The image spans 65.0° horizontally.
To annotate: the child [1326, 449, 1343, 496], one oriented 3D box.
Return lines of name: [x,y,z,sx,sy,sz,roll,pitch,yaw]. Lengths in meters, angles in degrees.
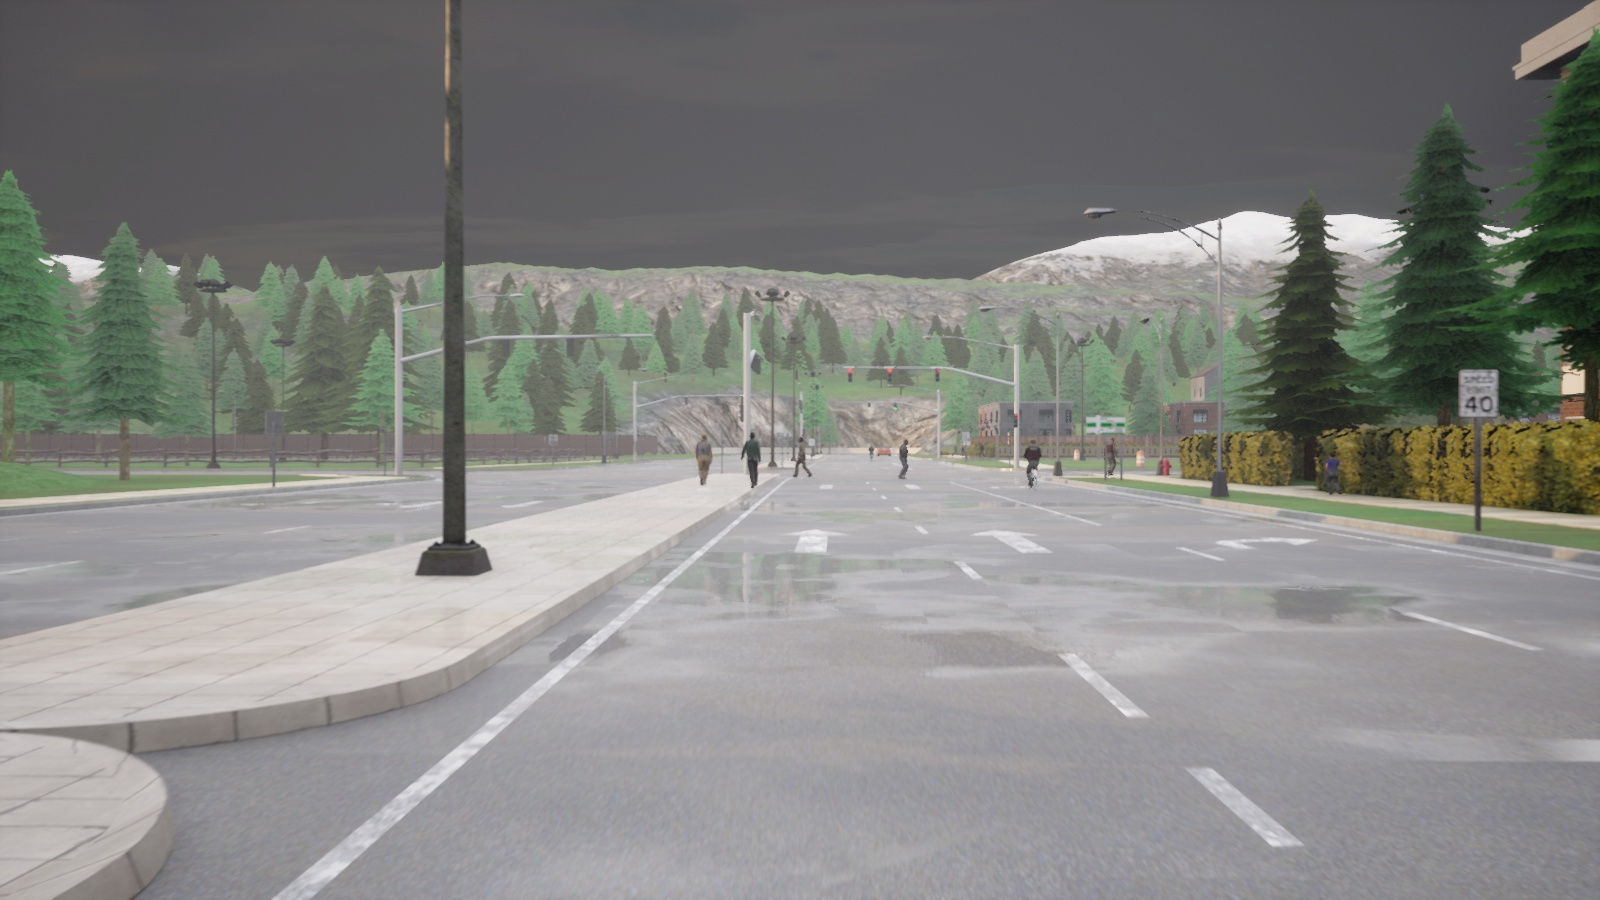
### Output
child: [14.483,0.599,34.042,0.270,1.263,0.437,0,0,1]

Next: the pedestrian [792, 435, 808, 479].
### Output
pedestrian: [0.002,0.290,55.163,0.692,1.930,0.396,0,0,6]

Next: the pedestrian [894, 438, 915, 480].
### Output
pedestrian: [4.647,0.407,55.881,0.849,1.883,0.563,0,0,-2]

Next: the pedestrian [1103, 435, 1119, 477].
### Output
pedestrian: [13.976,0.265,56.404,0.376,1.854,0.720,0,0,45]

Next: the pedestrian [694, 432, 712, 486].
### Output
pedestrian: [-3.352,0.293,43.437,0.540,1.848,0.694,0,0,2]

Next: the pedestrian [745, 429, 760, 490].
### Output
pedestrian: [-1.535,0.298,40.760,0.423,1.949,0.788,0,0,1]
